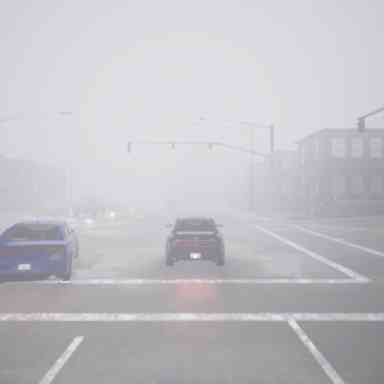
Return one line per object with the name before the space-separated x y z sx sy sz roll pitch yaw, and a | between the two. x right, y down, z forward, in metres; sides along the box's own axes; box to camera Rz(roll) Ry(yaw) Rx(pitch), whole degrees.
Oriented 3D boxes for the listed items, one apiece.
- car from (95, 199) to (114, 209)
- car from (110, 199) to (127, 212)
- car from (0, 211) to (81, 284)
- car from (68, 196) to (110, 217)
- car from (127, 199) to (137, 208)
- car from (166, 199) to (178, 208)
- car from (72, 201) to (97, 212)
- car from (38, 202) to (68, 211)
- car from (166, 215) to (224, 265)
car | -14.048 1.928 53.901 1.812 1.442 4.674 0 0 0
car | -10.591 1.825 44.707 2.128 1.511 4.902 0 0 0
car | -4.490 1.553 9.914 1.882 1.535 5.008 1 0 -16
car | -10.596 1.481 34.743 2.150 2.045 5.566 0 0 0
car | -10.530 1.899 56.467 1.882 1.535 5.008 0 0 1
car | -3.400 1.900 56.687 1.882 1.535 5.008 0 0 0
car | -14.092 1.893 43.967 1.994 1.385 4.181 0 0 0
car | -14.090 1.781 34.045 1.812 1.442 4.674 0 0 0
car | 0.099 1.597 12.062 1.837 1.490 4.892 0 0 0
